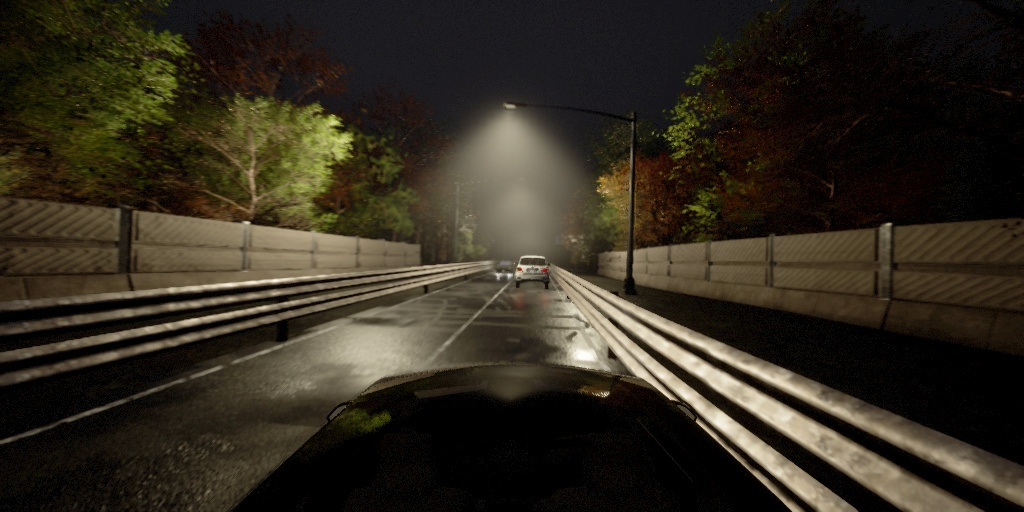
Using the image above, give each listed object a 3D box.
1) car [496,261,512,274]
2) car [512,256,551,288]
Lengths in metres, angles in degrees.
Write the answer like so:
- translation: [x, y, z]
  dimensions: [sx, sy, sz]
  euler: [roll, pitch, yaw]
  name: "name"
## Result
- translation: [-0.764, 1.297, 42.492]
  dimensions: [2.033, 1.411, 5.357]
  euler: [2, 0, 4]
  name: "car"
- translation: [1.439, 1.009, 24.607]
  dimensions: [2.150, 2.045, 5.566]
  euler: [2, 0, 4]
  name: "car"
